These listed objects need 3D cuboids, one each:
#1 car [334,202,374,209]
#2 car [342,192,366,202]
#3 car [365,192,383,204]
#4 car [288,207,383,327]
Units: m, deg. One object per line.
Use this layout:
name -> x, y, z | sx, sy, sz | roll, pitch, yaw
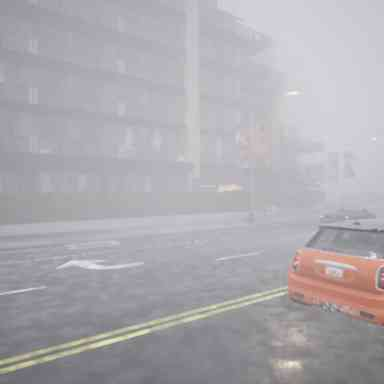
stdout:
car -> 9.749, 1.522, 20.826 | 1.895, 1.301, 4.718 | 0, 0, 45
car -> 27.483, 1.266, 57.607 | 2.128, 1.511, 4.902 | 0, 0, 1
car -> 31.055, 1.013, 57.536 | 2.150, 2.045, 5.566 | 0, 0, 0
car -> 4.043, 1.323, 6.704 | 4.553, 1.767, 2.097 | 0, 0, -36
